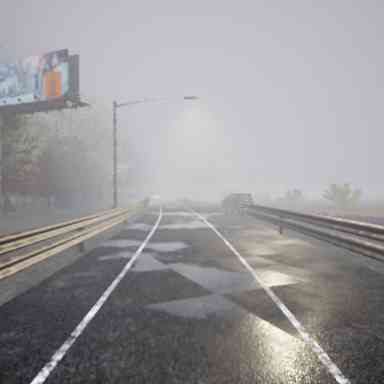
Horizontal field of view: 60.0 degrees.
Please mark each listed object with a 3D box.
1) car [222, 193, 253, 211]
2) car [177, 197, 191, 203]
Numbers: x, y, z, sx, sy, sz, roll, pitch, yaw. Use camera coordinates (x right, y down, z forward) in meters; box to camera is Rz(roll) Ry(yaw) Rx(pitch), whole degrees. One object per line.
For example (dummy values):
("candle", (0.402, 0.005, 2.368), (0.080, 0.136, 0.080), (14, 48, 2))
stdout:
("car", (5.434, 1.144, 40.285), (2.150, 2.045, 5.566), (0, 0, -15))
("car", (-1.747, 1.567, 66.266), (1.895, 1.301, 4.718), (0, 0, -15))
